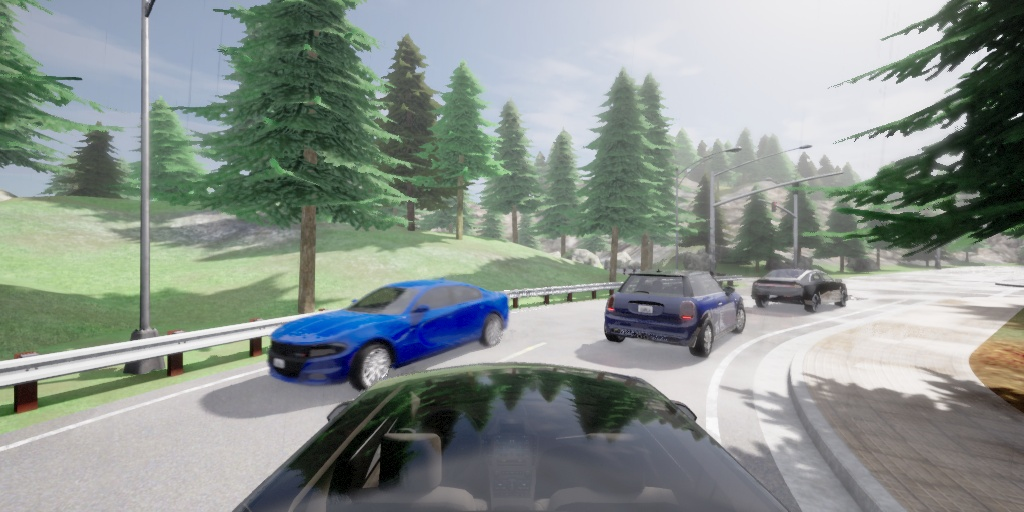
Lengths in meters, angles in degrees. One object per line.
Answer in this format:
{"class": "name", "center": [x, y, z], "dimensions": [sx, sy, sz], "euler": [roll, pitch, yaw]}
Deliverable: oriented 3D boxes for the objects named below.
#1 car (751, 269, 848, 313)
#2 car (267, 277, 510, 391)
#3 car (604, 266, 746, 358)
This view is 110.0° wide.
{"class": "car", "center": [11.363, 1.256, 14.096], "dimensions": [4.902, 1.511, 2.128], "euler": [0, 0, -32]}
{"class": "car", "center": [-1.949, 1.232, 7.148], "dimensions": [1.882, 1.535, 5.008], "euler": [-1, 0, 32]}
{"class": "car", "center": [4.176, 1.109, 8.893], "dimensions": [2.097, 1.767, 4.553], "euler": [0, 0, 43]}
